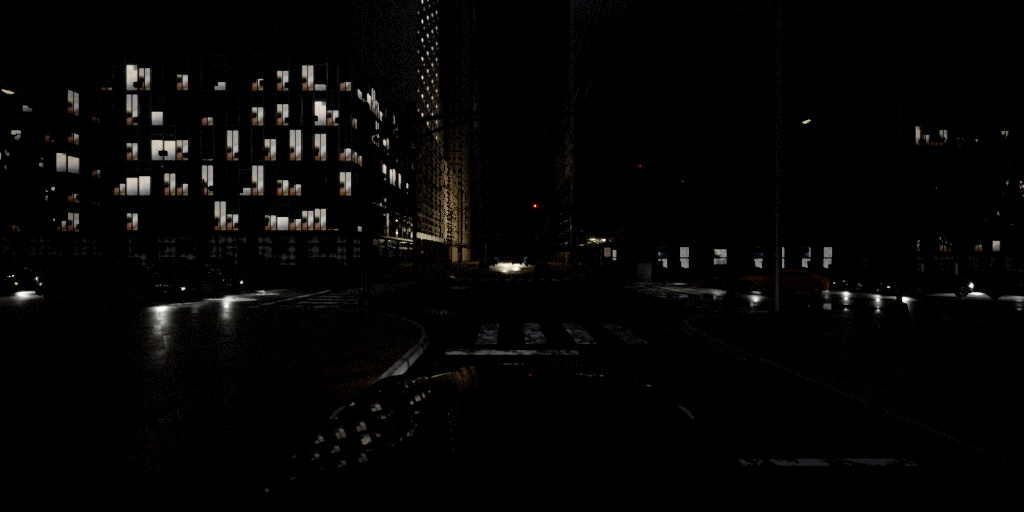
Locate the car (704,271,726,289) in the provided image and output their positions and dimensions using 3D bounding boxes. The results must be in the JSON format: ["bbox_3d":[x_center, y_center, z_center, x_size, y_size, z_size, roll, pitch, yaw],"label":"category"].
[{"bbox_3d":[16.320,1.546,25.487,5.008,1.535,1.882,1,0,-3],"label":"car"}]

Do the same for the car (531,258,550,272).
[{"bbox_3d":[3.873,1.329,46.604,1.948,1.339,4.313,0,0,0],"label":"car"}]

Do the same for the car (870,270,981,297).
[{"bbox_3d":[26.129,1.750,22.700,4.892,1.490,1.837,1,0,-3],"label":"car"}]

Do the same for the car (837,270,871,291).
[{"bbox_3d":[25.618,1.740,25.929,4.892,1.490,1.837,1,0,-3],"label":"car"}]

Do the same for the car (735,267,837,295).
[{"bbox_3d":[16.729,1.554,22.252,5.008,1.535,1.882,1,0,-3],"label":"car"}]

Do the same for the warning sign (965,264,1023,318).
[{"bbox_3d":[17.262,1.204,12.818,1.060,1.860,1.300,0,0,-3],"label":"warning sign"}]

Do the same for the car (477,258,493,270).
[{"bbox_3d":[-4.086,1.343,52.087,1.802,1.307,4.207,0,0,0],"label":"car"}]

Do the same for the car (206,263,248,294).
[{"bbox_3d":[-15.524,0.995,17.264,4.892,1.490,1.837,1,0,-3],"label":"car"}]

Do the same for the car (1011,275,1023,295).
[{"bbox_3d":[35.916,2.021,23.158,4.718,1.301,1.895,1,0,-3],"label":"car"}]

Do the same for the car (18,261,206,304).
[{"bbox_3d":[-15.373,0.998,14.018,4.892,1.490,1.837,1,0,-3],"label":"car"}]

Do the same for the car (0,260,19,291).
[{"bbox_3d":[-24.429,0.891,16.844,4.181,1.385,1.994,1,0,-3],"label":"car"}]
